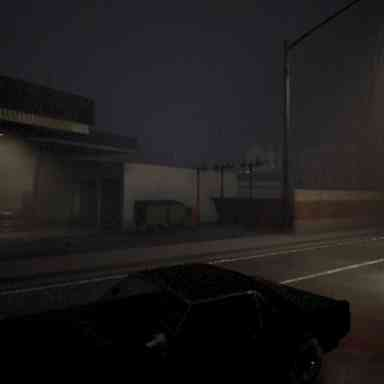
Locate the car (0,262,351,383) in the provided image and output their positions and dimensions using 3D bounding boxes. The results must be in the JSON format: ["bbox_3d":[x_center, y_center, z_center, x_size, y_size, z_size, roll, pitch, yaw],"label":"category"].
[{"bbox_3d":[-0.302,1.617,3.775,4.718,1.301,1.895,1,0,-35],"label":"car"}]
